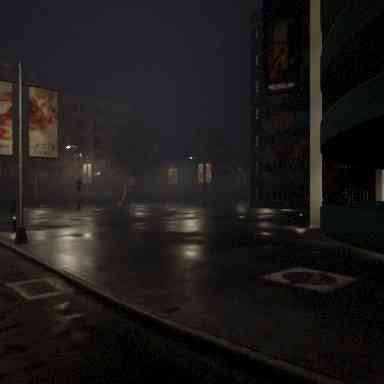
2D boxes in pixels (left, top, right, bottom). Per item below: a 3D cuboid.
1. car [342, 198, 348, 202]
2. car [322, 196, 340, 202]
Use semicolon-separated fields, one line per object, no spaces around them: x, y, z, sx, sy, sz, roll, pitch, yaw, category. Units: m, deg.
22.136;1.413;51.046;4.786;1.482;2.161;0;0;-41;car
15.593;1.320;39.958;4.674;1.452;2.002;0;0;-41;car
